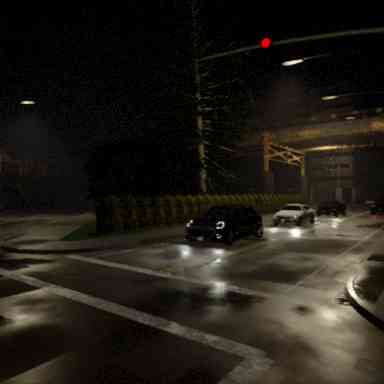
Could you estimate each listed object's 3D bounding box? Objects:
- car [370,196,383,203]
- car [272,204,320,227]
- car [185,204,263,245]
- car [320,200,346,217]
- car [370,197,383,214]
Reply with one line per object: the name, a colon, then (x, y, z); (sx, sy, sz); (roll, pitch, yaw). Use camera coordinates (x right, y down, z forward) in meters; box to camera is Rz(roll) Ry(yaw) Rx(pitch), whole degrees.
car: (36.856, 1.438, 64.521); (4.536, 1.218, 1.853); (0, 0, -29)
car: (7.347, 1.588, 23.755); (1.812, 1.442, 4.674); (-1, 0, 36)
car: (1.639, 1.399, 15.904); (2.097, 1.767, 4.553); (-1, 0, 36)
car: (13.516, 1.557, 32.246); (1.882, 1.535, 5.008); (-1, 0, 36)
car: (20.242, 1.586, 35.256); (1.812, 1.442, 4.674); (-1, 0, 36)
